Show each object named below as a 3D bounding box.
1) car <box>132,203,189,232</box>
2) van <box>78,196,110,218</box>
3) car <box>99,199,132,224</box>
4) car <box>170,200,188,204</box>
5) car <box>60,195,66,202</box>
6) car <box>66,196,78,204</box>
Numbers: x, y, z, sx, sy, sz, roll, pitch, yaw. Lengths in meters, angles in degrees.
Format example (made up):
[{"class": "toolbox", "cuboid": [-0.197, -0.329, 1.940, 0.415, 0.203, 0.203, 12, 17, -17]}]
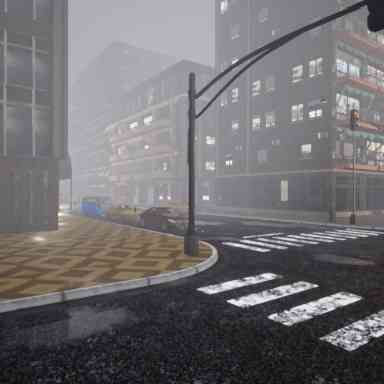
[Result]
[{"class": "car", "cuboid": [-1.683, 1.526, 19.825, 1.802, 1.307, 4.206, 0, 0, -36]}, {"class": "van", "cuboid": [-8.282, 1.265, 29.030, 1.690, 1.788, 3.998, 0, 0, -36]}, {"class": "car", "cuboid": [-4.883, 1.459, 24.289, 1.752, 1.417, 4.829, 0, 0, -36]}, {"class": "car", "cuboid": [-1.572, 1.488, 34.051, 1.752, 1.417, 4.829, 0, 0, -36]}, {"class": "car", "cuboid": [-27.877, 1.360, 70.733, 1.967, 1.590, 4.097, 0, 0, -36]}, {"class": "car", "cuboid": [-21.375, 1.447, 61.667, 1.752, 1.417, 4.829, 0, 0, -36]}]
